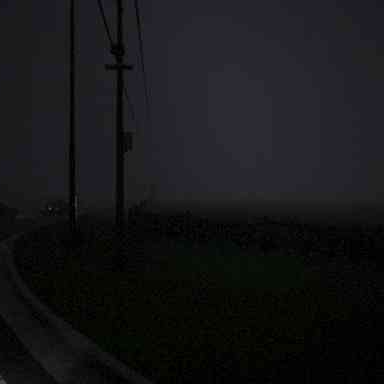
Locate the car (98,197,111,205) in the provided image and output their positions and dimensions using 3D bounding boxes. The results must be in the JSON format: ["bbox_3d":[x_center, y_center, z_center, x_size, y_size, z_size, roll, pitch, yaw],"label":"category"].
[{"bbox_3d":[-16.013,1.568,60.927,1.812,1.442,4.674,0,0,-6],"label":"car"}]

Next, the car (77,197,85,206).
[{"bbox_3d":[-18.904,1.566,54.655,1.812,1.442,4.674,0,0,-6],"label":"car"}]

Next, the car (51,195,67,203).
[{"bbox_3d":[-27.450,1.438,68.851,1.994,1.385,4.181,0,0,-6],"label":"car"}]

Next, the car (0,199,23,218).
[{"bbox_3d":[-16.174,1.571,27.212,2.033,1.411,5.357,0,0,-6],"label":"car"}]

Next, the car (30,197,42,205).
[{"bbox_3d":[-26.470,1.573,58.990,1.812,1.442,4.674,0,0,-6],"label":"car"}]

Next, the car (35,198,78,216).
[{"bbox_3d":[-13.232,1.573,32.889,2.033,1.411,5.357,0,0,-6],"label":"car"}]

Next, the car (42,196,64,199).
[{"bbox_3d":[-22.417,1.547,54.614,1.837,1.490,4.892,0,0,-6],"label":"car"}]

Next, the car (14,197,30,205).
[{"bbox_3d":[-29.903,1.596,58.151,2.033,1.411,5.357,0,0,-6],"label":"car"}]
